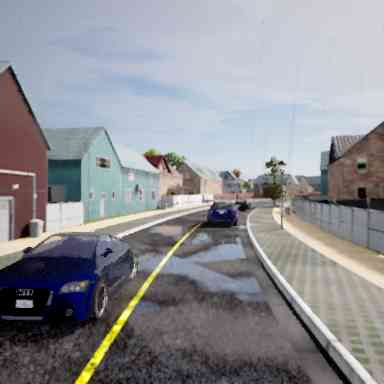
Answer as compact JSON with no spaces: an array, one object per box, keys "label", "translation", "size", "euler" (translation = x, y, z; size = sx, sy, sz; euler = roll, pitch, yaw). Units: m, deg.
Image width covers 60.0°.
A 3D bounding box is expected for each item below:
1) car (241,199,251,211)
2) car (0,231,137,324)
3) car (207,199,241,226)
[{"label":"car","translation":[6.235,1.555,41.596],"size":[1.994,1.385,4.181],"euler":[0,0,16]},{"label":"car","translation":[-2.526,1.587,7.230],"size":[1.994,1.385,4.181],"euler":[0,0,3]},{"label":"car","translation":[2.326,1.397,24.380],"size":[2.097,1.767,4.553],"euler":[0,0,9]}]
